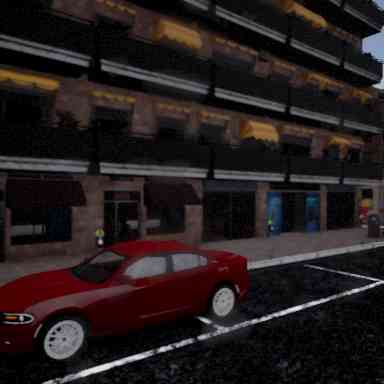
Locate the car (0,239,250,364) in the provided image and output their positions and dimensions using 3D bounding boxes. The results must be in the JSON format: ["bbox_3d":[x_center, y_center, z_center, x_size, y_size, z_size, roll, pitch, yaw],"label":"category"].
[{"bbox_3d":[-0.962,1.571,5.873,4.507,1.381,1.887,1,0,-36],"label":"car"}]
